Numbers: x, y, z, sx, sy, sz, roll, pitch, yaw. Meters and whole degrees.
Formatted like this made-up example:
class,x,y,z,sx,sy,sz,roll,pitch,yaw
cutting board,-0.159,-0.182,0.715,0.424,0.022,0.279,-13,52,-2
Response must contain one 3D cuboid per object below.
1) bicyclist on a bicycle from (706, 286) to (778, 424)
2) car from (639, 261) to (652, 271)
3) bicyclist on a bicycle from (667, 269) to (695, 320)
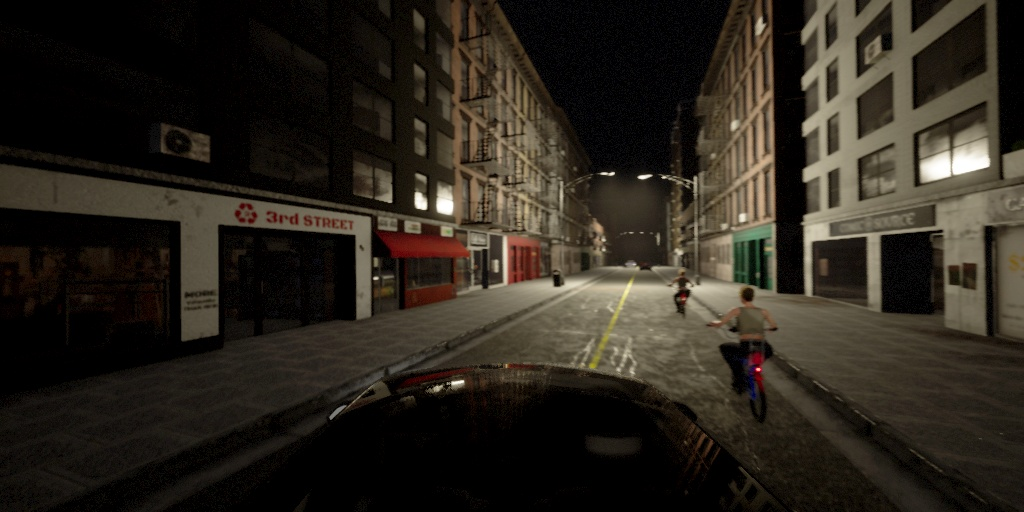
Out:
class,x,y,z,sx,sy,sz,roll,pitch,yaw
bicyclist on a bicycle,3.095,1.193,4.757,0.866,1.612,1.509,-1,-1,19
car,21.686,1.810,58.274,1.895,1.301,4.718,-1,-1,20
bicyclist on a bicycle,5.715,1.248,12.074,0.866,1.612,1.509,-1,0,20
